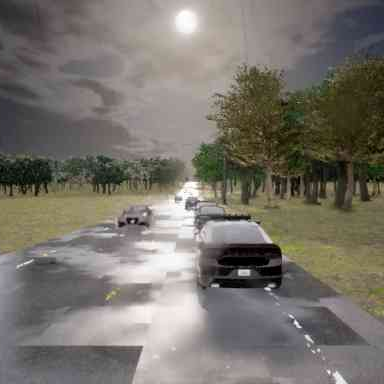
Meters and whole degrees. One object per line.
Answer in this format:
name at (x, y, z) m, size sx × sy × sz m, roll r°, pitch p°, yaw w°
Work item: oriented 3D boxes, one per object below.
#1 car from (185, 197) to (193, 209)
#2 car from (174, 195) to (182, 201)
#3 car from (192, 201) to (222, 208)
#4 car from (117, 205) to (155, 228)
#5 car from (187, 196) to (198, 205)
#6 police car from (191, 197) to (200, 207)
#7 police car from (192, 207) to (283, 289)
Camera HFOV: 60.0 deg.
car at (0.092, 1.447, 47.176) m, size 2.097 × 1.767 × 4.553 m, roll 0°, pitch 0°, yaw 1°
car at (-3.402, 1.556, 83.125) m, size 2.128 × 1.511 × 4.902 m, roll 0°, pitch 0°, yaw 0°
car at (1.071, 1.496, 19.194) m, size 1.882 × 1.535 × 5.008 m, roll 0°, pitch 0°, yaw 0°
car at (-3.576, 1.588, 21.991) m, size 1.994 × 1.385 × 4.181 m, roll 0°, pitch 0°, yaw 0°
car at (0.073, 1.581, 61.826) m, size 1.882 × 1.535 × 5.008 m, roll 0°, pitch 0°, yaw 0°
police car at (1.079, 1.459, 25.305) m, size 1.930 × 1.638 × 5.238 m, roll 0°, pitch 0°, yaw 0°
police car at (1.060, 1.428, 9.302) m, size 1.930 × 1.638 × 5.238 m, roll 0°, pitch 0°, yaw 0°
